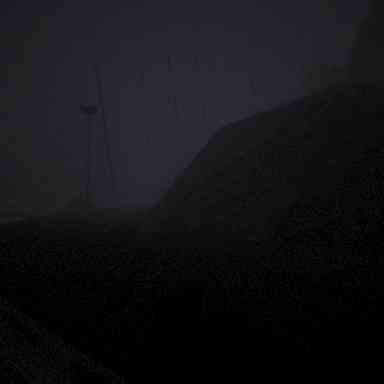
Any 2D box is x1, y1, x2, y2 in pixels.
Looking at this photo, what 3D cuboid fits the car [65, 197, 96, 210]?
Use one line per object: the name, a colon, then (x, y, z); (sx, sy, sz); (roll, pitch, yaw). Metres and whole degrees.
car: (-14.888, 1.495, 44.789); (2.097, 1.767, 4.553); (0, 0, 19)
